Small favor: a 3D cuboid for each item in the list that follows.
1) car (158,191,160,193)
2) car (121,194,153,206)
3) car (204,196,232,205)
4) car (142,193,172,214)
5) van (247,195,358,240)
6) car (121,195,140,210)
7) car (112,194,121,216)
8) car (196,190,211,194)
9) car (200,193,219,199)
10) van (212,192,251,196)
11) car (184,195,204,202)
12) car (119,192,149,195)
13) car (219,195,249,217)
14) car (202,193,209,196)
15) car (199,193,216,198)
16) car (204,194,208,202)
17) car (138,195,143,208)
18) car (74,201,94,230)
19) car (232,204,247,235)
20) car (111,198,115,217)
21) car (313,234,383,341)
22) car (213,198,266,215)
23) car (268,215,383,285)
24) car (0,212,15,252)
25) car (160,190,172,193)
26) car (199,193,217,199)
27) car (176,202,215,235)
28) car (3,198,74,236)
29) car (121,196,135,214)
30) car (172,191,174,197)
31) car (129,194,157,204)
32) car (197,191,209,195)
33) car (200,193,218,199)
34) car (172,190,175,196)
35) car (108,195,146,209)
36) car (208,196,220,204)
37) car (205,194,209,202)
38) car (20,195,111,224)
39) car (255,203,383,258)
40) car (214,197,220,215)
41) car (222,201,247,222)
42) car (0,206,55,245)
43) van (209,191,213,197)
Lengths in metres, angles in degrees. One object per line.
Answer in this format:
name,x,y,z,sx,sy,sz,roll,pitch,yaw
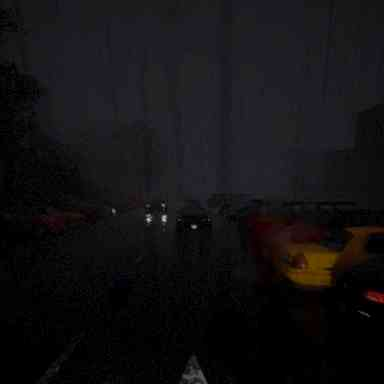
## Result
car,-8.554,1.096,55.052,5.566,2.045,2.435,0,0,0
car,-8.557,1.230,52.142,4.553,1.767,2.185,0,0,0
car,4.540,1.379,57.688,4.674,1.452,2.002,-1,0,0
car,-3.585,1.281,34.804,2.097,1.767,4.553,0,0,0
van,4.661,1.236,13.234,4.442,1.987,1.878,0,0,0
car,-8.536,1.407,35.559,5.008,1.535,2.097,0,0,0
car,-8.564,1.305,27.204,4.553,1.767,2.185,0,0,0
car,4.210,1.026,89.500,5.366,1.575,1.946,0,0,0
car,4.376,1.097,83.849,4.674,1.452,2.002,0,0,0
van,4.666,1.181,35.564,4.442,1.987,1.878,0,0,0
car,0.111,1.418,39.930,1.837,1.490,4.892,0,0,0
car,-8.557,1.139,41.003,5.566,2.045,2.435,0,0,0
car,4.578,1.312,24.430,4.553,1.767,2.185,0,0,0
car,4.740,1.343,55.046,5.366,1.575,1.946,0,0,0
car,4.407,1.000,95.151,5.008,1.535,2.097,0,0,0
car,4.550,1.404,49.480,4.674,1.452,2.002,0,0,0
car,-8.715,1.396,38.219,5.366,1.575,1.946,0,0,0
car,-8.539,1.450,18.847,5.008,1.535,2.097,0,0,0
car,4.574,1.486,16.081,4.792,1.488,2.163,0,0,0
car,-8.540,1.439,24.418,4.892,1.521,2.231,0,0,0
car,4.539,1.515,4.947,4.674,1.452,2.002,0,0,0
car,4.555,1.416,32.781,4.892,1.521,2.231,0,0,0
car,4.728,1.467,7.730,5.366,1.575,1.946,0,0,0
car,-8.540,1.506,10.493,4.674,1.452,2.002,0,0,0
car,-8.161,0.917,86.675,4.553,1.767,2.185,0,0,0
car,4.409,1.014,92.326,5.008,1.535,2.097,0,0,0
car,0.105,1.497,18.525,1.812,1.442,4.674,0,0,0
car,-8.504,1.331,16.062,4.553,1.767,2.185,0,0,0
car,-8.501,1.445,32.773,4.792,1.488,2.163,0,0,0
car,-8.179,1.029,89.375,5.008,1.535,2.097,0,0,0
car,-8.494,1.213,57.838,4.553,1.767,2.185,0,0,0
car,4.341,1.101,81.022,4.792,1.488,2.163,0,0,0
car,4.384,1.083,86.674,4.674,1.452,2.002,0,0,0
car,-8.172,1.002,95.147,4.892,1.521,2.231,0,0,0
car,-8.497,1.256,43.912,4.553,1.767,2.185,0,0,0
car,4.362,1.419,29.998,5.366,1.575,1.946,0,0,0
car,4.558,1.382,43.914,4.892,1.521,2.231,0,0,0
car,-8.506,1.193,21.634,5.566,2.045,2.435,0,0,0
car,4.574,1.340,10.513,4.553,1.767,2.185,0,0,0
car,4.541,1.431,27.215,4.892,1.521,2.231,0,0,0
car,4.543,1.484,21.647,4.674,1.452,2.002,0,0,0
car,-8.531,1.462,13.278,5.008,1.535,2.097,0,0,0
van,4.667,1.164,41.006,4.442,1.987,1.878,0,0,0
